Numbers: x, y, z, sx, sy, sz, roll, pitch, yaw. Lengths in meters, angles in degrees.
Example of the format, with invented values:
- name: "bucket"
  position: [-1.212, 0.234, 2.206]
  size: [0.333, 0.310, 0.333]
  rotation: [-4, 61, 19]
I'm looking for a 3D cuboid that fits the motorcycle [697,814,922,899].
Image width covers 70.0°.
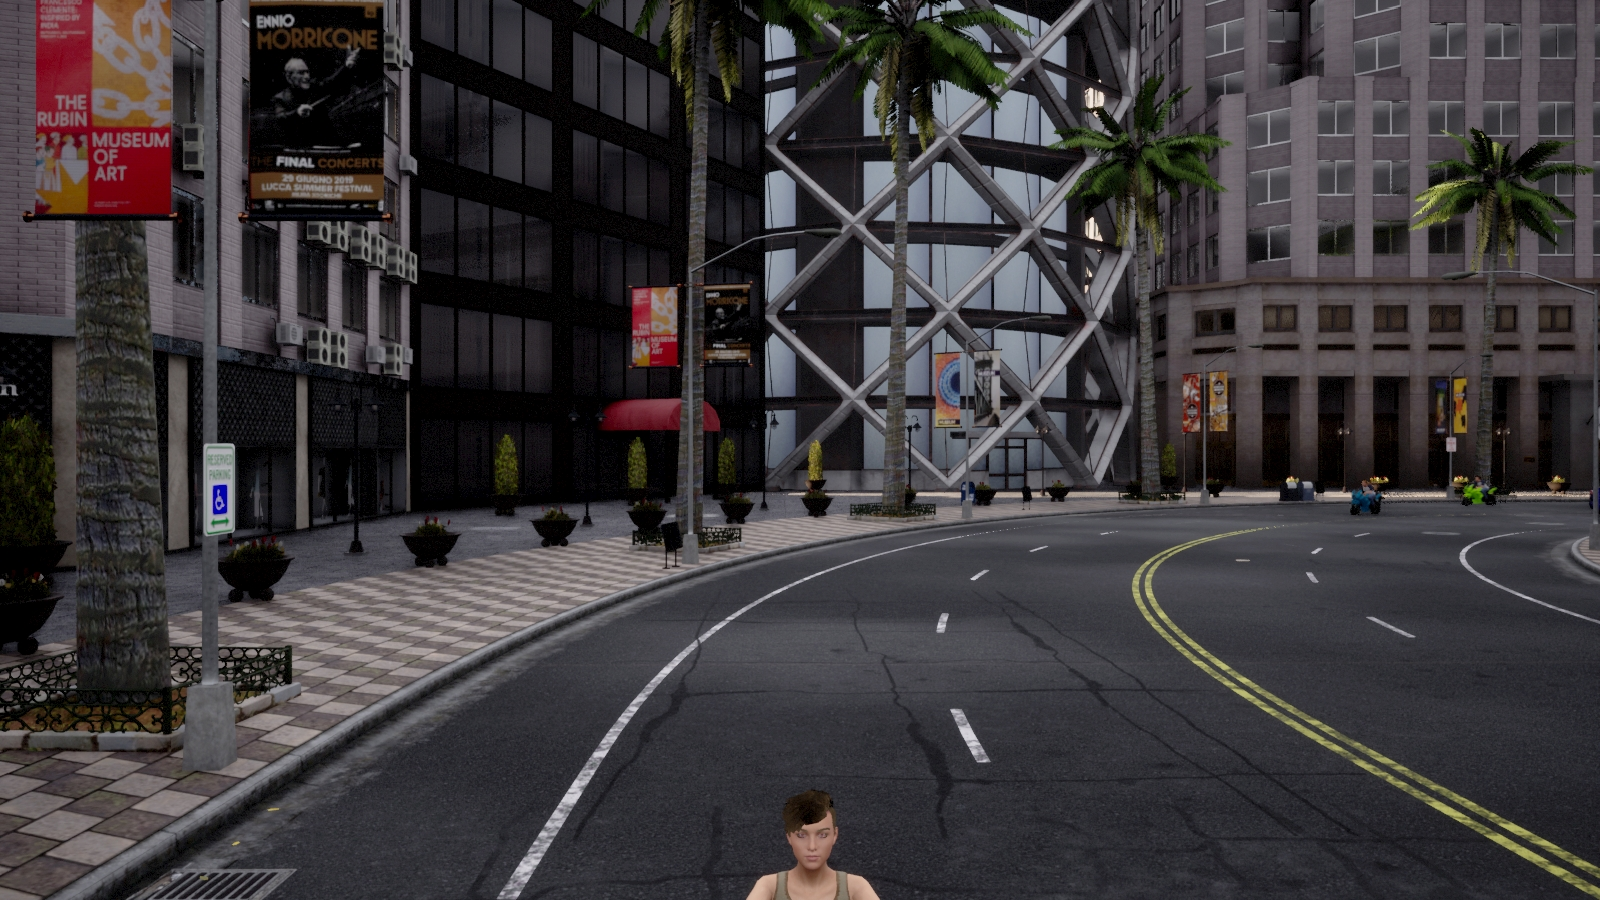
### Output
- name: "motorcycle"
  position: [0.030, 2.170, 3.616]
  size: [0.764, 1.277, 2.356]
  rotation: [0, 0, 1]

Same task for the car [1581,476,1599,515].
- name: "car"
  position: [36.842, 1.968, 49.589]
  size: [4.611, 1.667, 2.242]
  rotation: [0, 0, -11]

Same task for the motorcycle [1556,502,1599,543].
- name: "motorcycle"
  position: [24.267, 2.213, 35.177]
  size: [2.033, 1.145, 0.803]
  rotation: [0, 2, -30]

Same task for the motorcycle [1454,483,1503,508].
- name: "motorcycle"
  position: [33.303, 2.213, 56.098]
  size: [2.033, 1.145, 0.803]
  rotation: [0, 2, -13]
